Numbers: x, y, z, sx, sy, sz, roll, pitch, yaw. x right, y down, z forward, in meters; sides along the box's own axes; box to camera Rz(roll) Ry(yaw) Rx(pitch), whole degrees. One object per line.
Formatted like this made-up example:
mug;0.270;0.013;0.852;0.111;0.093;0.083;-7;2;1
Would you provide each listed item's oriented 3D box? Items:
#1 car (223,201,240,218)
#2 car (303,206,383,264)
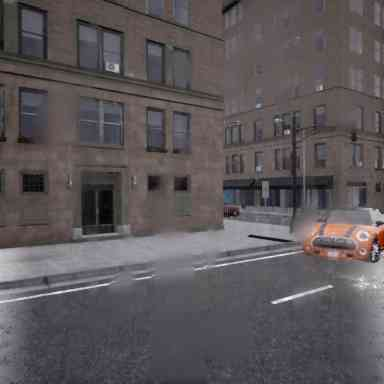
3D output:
car;1.987;1.395;28.446;1.882;1.535;5.008;-1;1;-35
car;5.808;1.348;12.098;2.097;1.767;4.553;-1;0;39
